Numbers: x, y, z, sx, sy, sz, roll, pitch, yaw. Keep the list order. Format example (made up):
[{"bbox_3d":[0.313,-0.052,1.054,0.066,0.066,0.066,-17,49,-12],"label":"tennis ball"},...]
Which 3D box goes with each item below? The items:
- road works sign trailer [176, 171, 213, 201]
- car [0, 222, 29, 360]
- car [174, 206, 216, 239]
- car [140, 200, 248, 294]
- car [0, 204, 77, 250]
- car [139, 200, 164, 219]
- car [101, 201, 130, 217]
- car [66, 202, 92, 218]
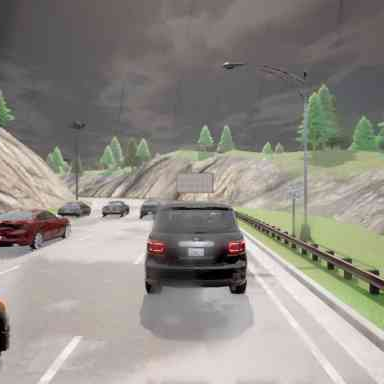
[{"bbox_3d":[0.190,0.464,21.623,2.380,3.560,2.880,0,0,0],"label":"road works sign trailer"},{"bbox_3d":[-3.404,1.352,2.460,2.097,1.767,4.553,0,0,0],"label":"car"},{"bbox_3d":[0.121,1.557,18.126,1.994,1.385,4.181,0,0,-1],"label":"car"},{"bbox_3d":[0.088,1.221,8.909,2.150,2.045,5.566,0,0,0],"label":"car"},{"bbox_3d":[-6.915,1.477,14.374,1.882,1.535,5.008,0,0,0],"label":"car"},{"bbox_3d":[-3.521,1.503,29.779,1.837,1.490,4.892,0,0,-2],"label":"car"},{"bbox_3d":[-7.050,1.547,31.130,2.033,1.411,5.357,0,0,-2],"label":"car"},{"bbox_3d":[-10.539,1.565,30.097,1.994,1.385,4.181,0,0,-1],"label":"car"}]
